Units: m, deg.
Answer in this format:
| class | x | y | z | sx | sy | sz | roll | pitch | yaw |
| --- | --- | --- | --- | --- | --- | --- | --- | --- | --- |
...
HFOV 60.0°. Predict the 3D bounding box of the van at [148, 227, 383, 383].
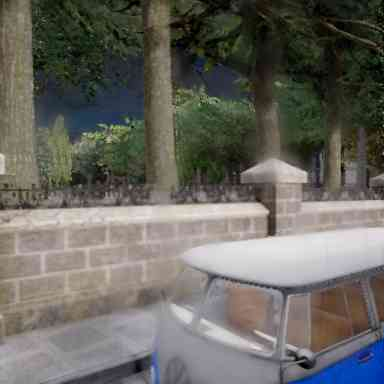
| class | x | y | z | sx | sy | sz | roll | pitch | yaw |
| --- | --- | --- | --- | --- | --- | --- | --- | --- | --- |
| van | 1.488 | 1.344 | 3.467 | 3.998 | 1.788 | 1.690 | 0 | 0 | -35 |
